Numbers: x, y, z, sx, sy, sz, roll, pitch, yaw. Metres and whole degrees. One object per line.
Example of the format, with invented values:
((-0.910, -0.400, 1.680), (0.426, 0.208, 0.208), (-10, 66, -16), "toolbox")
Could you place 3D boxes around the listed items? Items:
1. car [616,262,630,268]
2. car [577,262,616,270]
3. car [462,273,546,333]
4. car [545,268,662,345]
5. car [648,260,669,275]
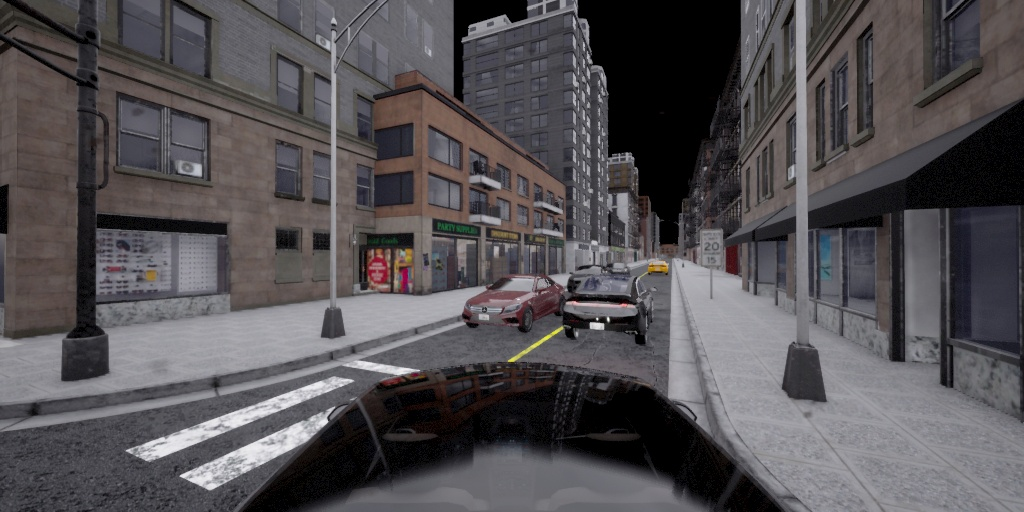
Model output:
((8.720, 1.241, 29.956), (1.882, 1.535, 5.008), (0, 0, 24), "car")
((4.557, 1.269, 20.671), (1.837, 1.490, 4.892), (0, 0, 24), "car")
((0.304, 1.288, 11.169), (1.812, 1.442, 4.674), (0, 0, 26), "car")
((2.754, 1.245, 9.663), (2.128, 1.511, 4.902), (0, 0, 24), "car")
((15.913, 1.226, 38.932), (1.882, 1.535, 5.008), (0, 0, 24), "car")
